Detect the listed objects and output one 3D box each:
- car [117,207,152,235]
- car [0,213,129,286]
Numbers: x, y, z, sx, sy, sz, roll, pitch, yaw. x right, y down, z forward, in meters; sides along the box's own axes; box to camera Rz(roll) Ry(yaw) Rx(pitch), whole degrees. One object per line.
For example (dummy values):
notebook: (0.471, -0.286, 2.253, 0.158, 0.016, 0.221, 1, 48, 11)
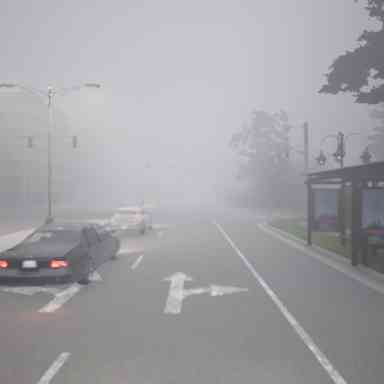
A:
car: (-3.396, 1.557, 18.989, 1.812, 1.442, 4.674, 0, 0, 0)
car: (-3.396, 1.561, 9.465, 2.033, 1.411, 5.357, 0, 0, 0)
